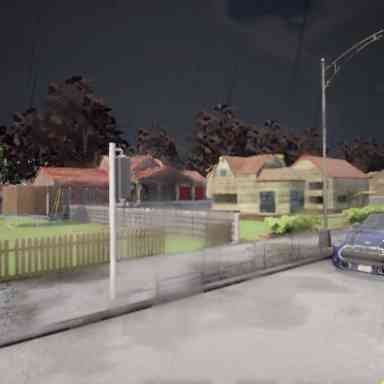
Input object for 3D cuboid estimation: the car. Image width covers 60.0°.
[{"bbox_3d":[6.077,1.331,9.873,4.553,1.767,2.097,0,0,-40],"label":"car"}]
